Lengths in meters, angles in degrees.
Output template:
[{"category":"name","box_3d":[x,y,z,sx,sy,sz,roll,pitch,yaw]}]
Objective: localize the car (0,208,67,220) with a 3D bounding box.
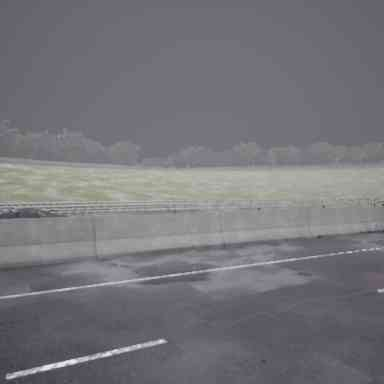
[{"category":"car","box_3d":[-8.111,1.501,14.904,4.892,1.490,1.837,0,0,-28]}]

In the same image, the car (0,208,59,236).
[{"category":"car","box_3d":[-9.815,1.596,17.961,4.718,1.301,1.895,0,0,-28]}]

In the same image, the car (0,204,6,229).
[{"category":"car","box_3d":[-13.867,1.504,19.768,4.892,1.490,1.837,0,0,-28]}]

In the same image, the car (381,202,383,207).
[{"category":"car","box_3d":[9.741,1.210,12.295,5.566,2.045,2.150,0,0,-28]}]

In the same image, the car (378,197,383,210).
[{"category":"car","box_3d":[25.183,1.364,40.581,5.008,1.535,1.882,-1,0,-28]}]
